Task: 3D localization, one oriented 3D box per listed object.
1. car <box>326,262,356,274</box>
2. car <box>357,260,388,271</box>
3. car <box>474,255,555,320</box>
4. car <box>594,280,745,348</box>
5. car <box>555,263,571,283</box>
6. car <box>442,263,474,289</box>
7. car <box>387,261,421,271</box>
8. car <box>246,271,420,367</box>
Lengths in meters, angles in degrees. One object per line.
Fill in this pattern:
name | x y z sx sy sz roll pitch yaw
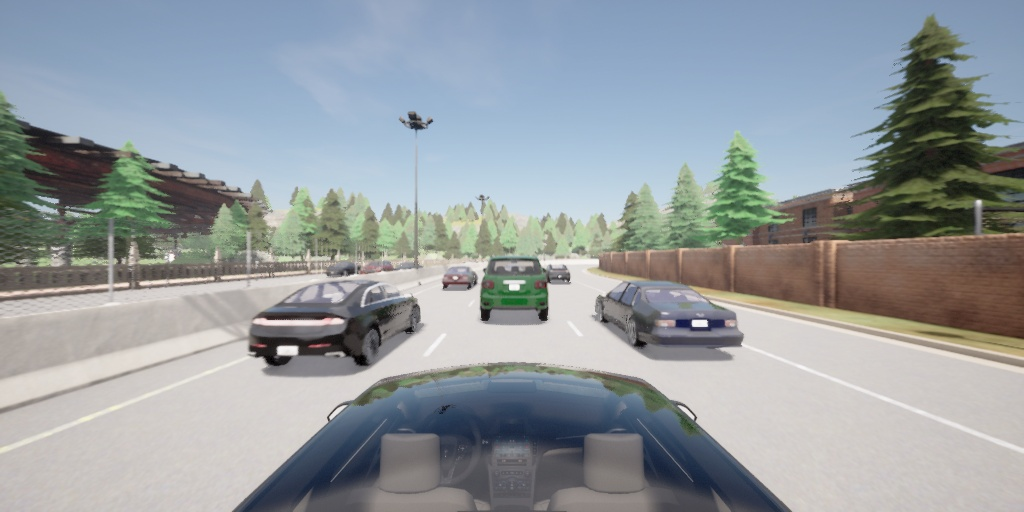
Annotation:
car | -17.490 1.361 37.507 1.882 1.535 5.008 0 0 1
car | -13.979 1.234 37.391 2.097 1.767 4.553 0 0 2
car | 0.081 1.012 13.020 2.150 2.045 5.566 0 0 0
car | 3.562 1.326 9.279 2.033 1.411 5.357 0 0 0
car | 3.587 1.344 29.149 2.128 1.511 4.902 0 0 0
car | -3.432 1.382 24.267 2.033 1.411 5.357 0 0 0
car | -10.530 1.356 36.222 1.882 1.535 5.008 0 0 1
car | -3.448 1.265 7.974 2.128 1.511 4.902 0 0 1
